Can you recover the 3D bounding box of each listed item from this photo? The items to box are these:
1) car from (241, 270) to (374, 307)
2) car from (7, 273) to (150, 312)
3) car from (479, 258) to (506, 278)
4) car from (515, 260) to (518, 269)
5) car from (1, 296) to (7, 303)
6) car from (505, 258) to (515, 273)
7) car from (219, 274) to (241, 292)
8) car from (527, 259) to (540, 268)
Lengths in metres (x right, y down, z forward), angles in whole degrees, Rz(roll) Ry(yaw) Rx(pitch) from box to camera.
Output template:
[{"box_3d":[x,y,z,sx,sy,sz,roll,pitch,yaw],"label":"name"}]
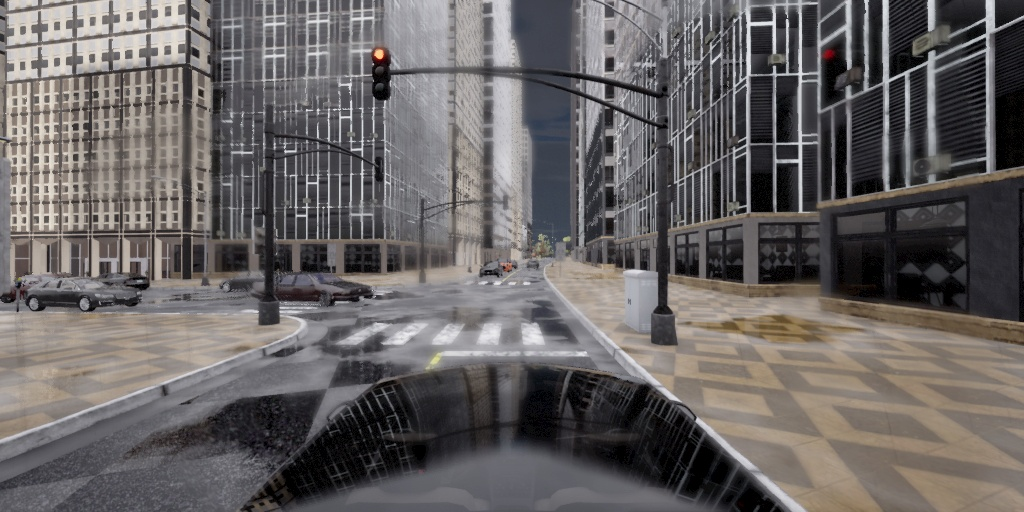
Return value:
[{"box_3d":[-8.870,1.416,15.867,5.357,1.411,2.033,-1,-1,17],"label":"car"},{"box_3d":[-18.127,1.567,15.228,4.403,1.370,2.007,0,0,9],"label":"car"},{"box_3d":[-1.924,1.238,34.207,1.837,1.490,4.892,0,0,4],"label":"car"},{"box_3d":[-0.167,1.252,54.329,2.033,1.411,5.357,0,0,6],"label":"car"},{"box_3d":[-24.157,1.670,18.809,4.674,1.442,1.812,-1,0,9],"label":"car"},{"box_3d":[-1.183,1.074,43.786,2.097,1.767,4.553,0,0,5],"label":"car"},{"box_3d":[-16.815,1.610,23.505,4.403,1.370,2.007,0,0,9],"label":"car"},{"box_3d":[3.480,1.186,58.102,2.128,1.511,4.902,0,0,6],"label":"car"}]
